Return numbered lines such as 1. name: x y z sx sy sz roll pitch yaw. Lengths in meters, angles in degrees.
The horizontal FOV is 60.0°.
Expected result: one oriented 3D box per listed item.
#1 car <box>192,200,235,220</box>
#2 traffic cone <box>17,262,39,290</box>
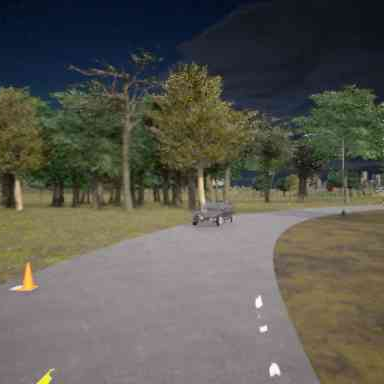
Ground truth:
1. car: 1.550 1.319 22.250 1.837 1.490 4.892 0 0 24
2. traffic cone: -3.790 1.930 7.696 0.340 0.580 0.340 1 0 9
